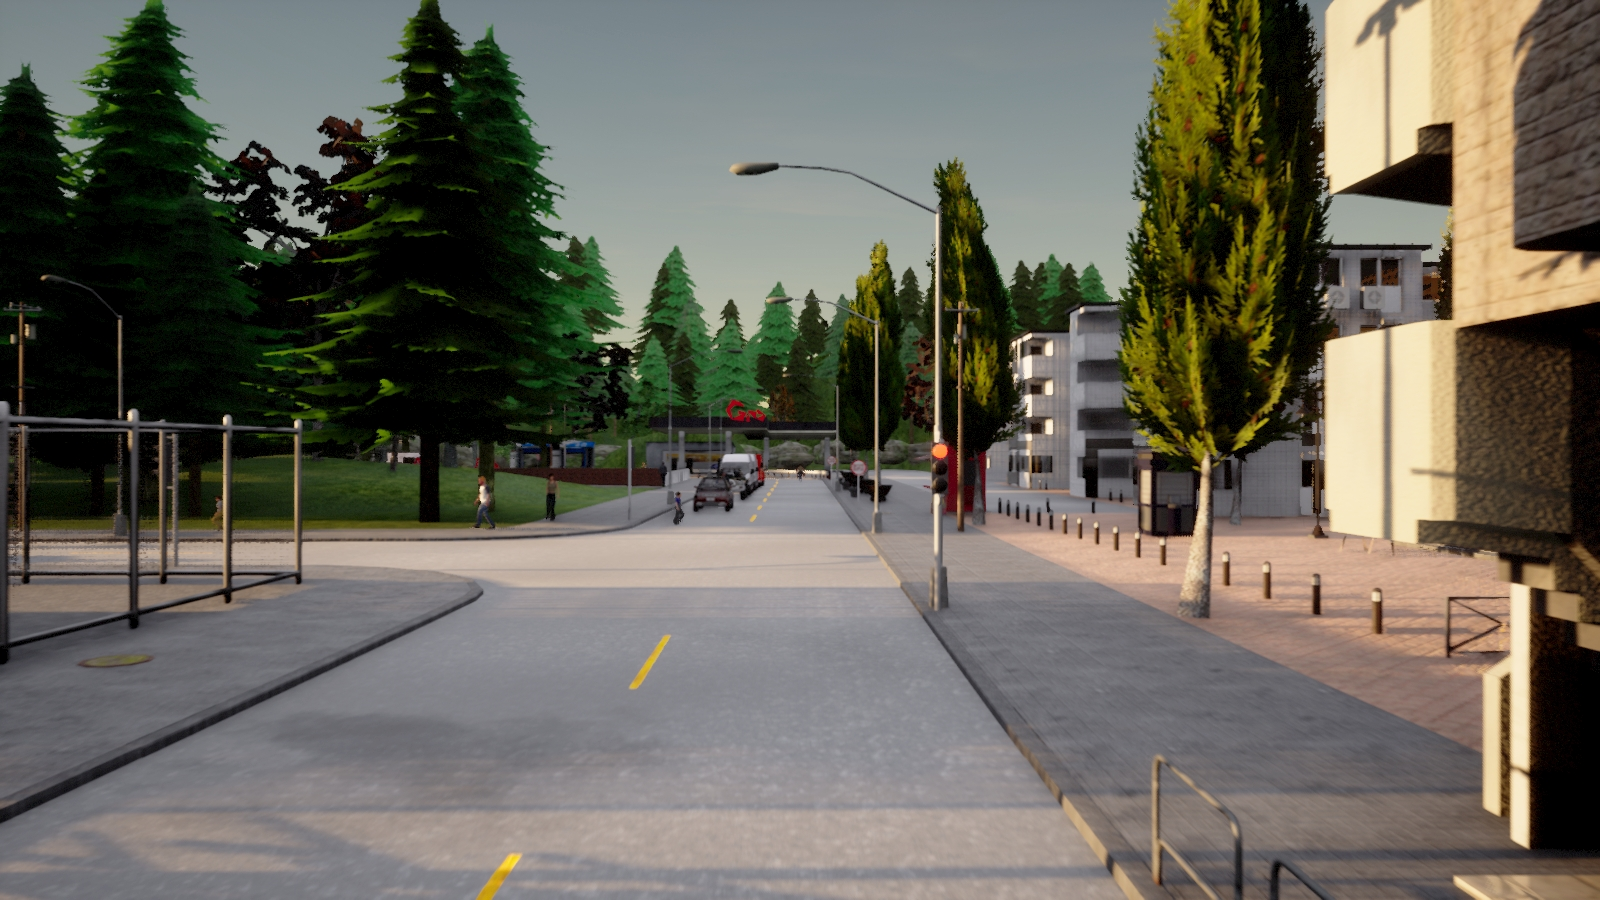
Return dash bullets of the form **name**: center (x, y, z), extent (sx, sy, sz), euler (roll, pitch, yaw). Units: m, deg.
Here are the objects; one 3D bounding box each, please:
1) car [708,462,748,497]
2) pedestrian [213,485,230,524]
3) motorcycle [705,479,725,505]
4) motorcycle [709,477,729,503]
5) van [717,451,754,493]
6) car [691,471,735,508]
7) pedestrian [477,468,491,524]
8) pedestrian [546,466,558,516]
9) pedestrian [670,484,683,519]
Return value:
- **car**: center (-4.045, 1.644, 64.877), extent (1.932, 1.855, 4.605), euler (0, 0, 0)
- **pedestrian**: center (-19.229, 1.805, 37.993), extent (0.375, 1.300, 0.375), euler (0, 0, -4)
- **motorcycle**: center (-4.017, 1.993, 54.052), extent (0.803, 1.145, 2.033), euler (0, 0, 0)
- **motorcycle**: center (-3.988, 1.962, 56.044), extent (0.856, 1.236, 1.805), euler (0, 0, 0)
- **van**: center (-3.990, 1.315, 71.943), extent (1.988, 2.561, 5.915), euler (0, 0, 0)
- **car**: center (-3.999, 1.806, 53.090), extent (1.789, 1.549, 3.705), euler (0, 0, 0)
- **pedestrian**: center (-10.620, 1.524, 38.370), extent (0.375, 1.860, 0.375), euler (0, 0, -29)
- **pedestrian**: center (-9.292, 1.526, 42.841), extent (0.375, 1.860, 0.375), euler (0, 0, 0)
- **pedestrian**: center (-4.590, 1.909, 42.531), extent (0.375, 1.300, 0.375), euler (0, 0, 12)
